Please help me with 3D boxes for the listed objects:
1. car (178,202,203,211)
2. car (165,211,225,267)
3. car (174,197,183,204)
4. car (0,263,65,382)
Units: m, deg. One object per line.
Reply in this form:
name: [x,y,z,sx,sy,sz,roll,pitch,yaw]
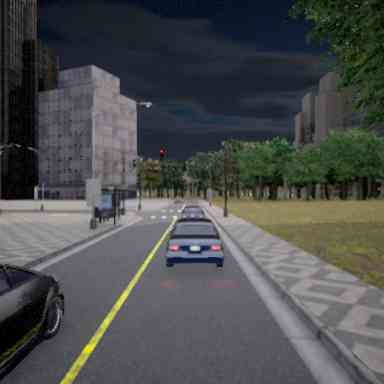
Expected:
car: [0.080,1.725,24.716,2.033,1.411,5.357,0,0,1]
car: [0.090,1.635,11.779,2.033,1.411,5.357,0,0,0]
car: [-3.024,1.836,75.145,2.097,1.767,4.553,0,0,0]
car: [-3.099,1.594,3.853,1.994,1.385,4.181,0,0,0]
